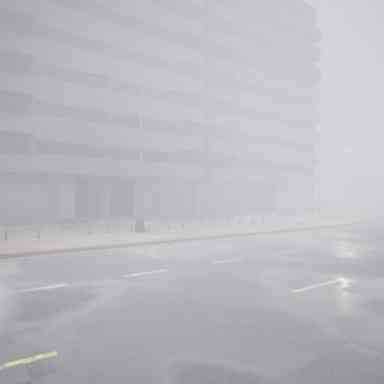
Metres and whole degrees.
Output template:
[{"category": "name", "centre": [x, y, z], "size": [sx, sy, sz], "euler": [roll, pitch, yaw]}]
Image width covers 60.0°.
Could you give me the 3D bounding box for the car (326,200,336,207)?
[{"category": "car", "centre": [24.185, 2.052, 61.333], "size": [1.837, 1.490, 4.892], "euler": [1, -1, -23]}]

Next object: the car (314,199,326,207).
[{"category": "car", "centre": [21.051, 1.984, 59.728], "size": [1.882, 1.535, 5.008], "euler": [1, -1, -22]}]
